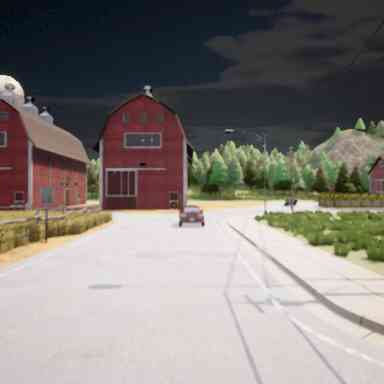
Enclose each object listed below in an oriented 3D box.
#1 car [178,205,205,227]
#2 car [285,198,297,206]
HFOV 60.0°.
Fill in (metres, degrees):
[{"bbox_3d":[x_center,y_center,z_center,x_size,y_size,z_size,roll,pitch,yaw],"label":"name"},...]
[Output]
[{"bbox_3d":[-0.058,1.689,24.424,1.812,1.442,4.674,0,0,-2],"label":"car"},{"bbox_3d":[18.135,1.756,60.875,2.128,1.511,4.902,0,0,22],"label":"car"}]
